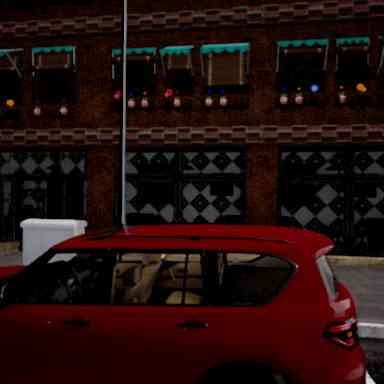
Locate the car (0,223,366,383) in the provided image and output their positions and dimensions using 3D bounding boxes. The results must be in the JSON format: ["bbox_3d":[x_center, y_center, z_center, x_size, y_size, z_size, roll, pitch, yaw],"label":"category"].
[{"bbox_3d":[-0.764,1.317,3.825,5.009,1.841,2.192,0,1,8],"label":"car"}]
